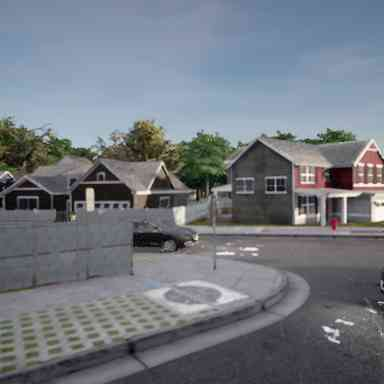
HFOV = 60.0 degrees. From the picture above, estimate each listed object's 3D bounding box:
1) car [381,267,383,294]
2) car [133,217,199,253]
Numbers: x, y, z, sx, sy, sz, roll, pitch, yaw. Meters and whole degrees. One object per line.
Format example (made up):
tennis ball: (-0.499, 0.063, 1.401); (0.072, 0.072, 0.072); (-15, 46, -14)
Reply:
car: (6.076, 1.543, 7.466); (4.892, 1.490, 1.837); (0, 0, -37)
car: (-2.083, 2.008, 16.067); (4.892, 1.490, 1.837); (-2, 0, 19)
